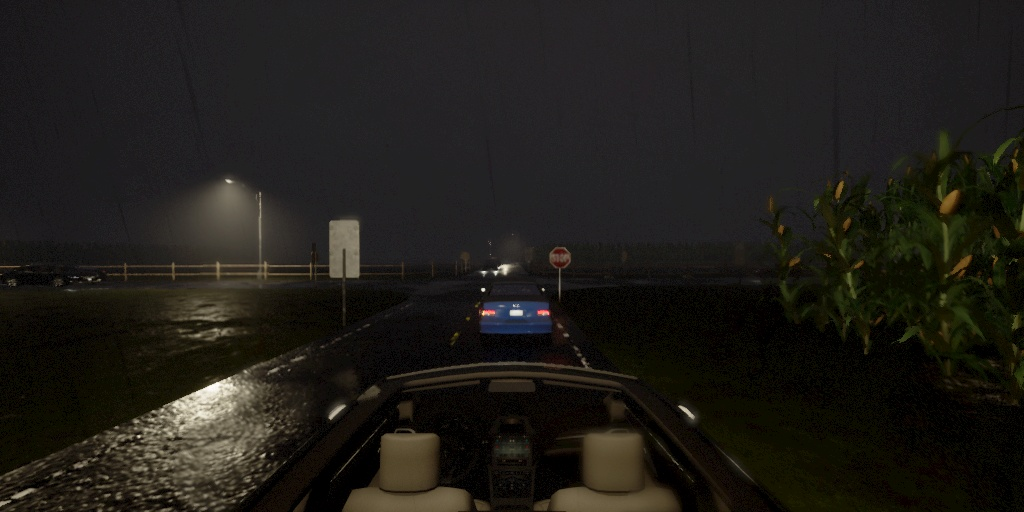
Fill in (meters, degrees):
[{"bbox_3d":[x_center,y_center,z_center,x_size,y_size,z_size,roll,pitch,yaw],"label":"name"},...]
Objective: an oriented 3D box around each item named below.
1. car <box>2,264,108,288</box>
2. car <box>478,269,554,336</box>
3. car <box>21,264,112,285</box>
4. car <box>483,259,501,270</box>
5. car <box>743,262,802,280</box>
[{"bbox_3d":[-30.198,1.292,23.562,4.892,1.490,1.837,0,1,0],"label":"car"},{"bbox_3d":[0.049,1.290,10.354,2.033,1.411,5.357,0,0,-1],"label":"car"},{"bbox_3d":[-32.797,1.323,26.502,4.181,1.385,1.994,0,1,0],"label":"car"},{"bbox_3d":[-2.935,1.168,49.192,1.882,1.535,5.008,0,0,0],"label":"car"},{"bbox_3d":[21.830,1.203,29.992,4.674,1.442,1.812,0,1,-7],"label":"car"}]
